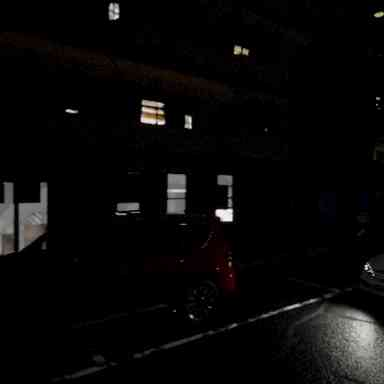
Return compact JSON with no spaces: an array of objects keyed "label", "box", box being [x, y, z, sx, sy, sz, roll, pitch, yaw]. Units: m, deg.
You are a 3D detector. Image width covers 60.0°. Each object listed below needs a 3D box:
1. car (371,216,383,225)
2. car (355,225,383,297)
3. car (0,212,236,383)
[{"label":"car","box":[7.696,1.440,12.054,4.097,1.590,1.967,0,0,-36]},{"label":"car","box":[5.640,1.526,7.405,4.674,1.442,1.812,0,0,-36]},{"label":"car","box":[-1.500,1.315,5.492,5.009,1.841,2.192,0,0,-36]}]
